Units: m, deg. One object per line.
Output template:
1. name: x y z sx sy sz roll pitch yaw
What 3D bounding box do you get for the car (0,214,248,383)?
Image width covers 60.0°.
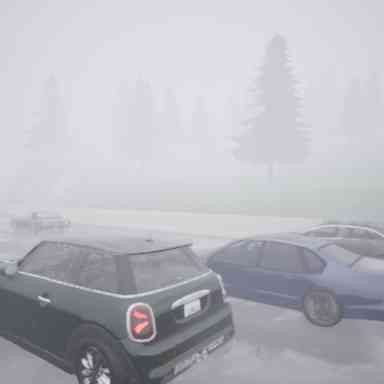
1. car: -1.687 1.418 5.287 4.553 1.767 2.097 0 -1 37

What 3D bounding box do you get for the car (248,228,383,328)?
1. car: 1.653 1.618 7.133 5.357 1.411 2.033 -1 -1 37

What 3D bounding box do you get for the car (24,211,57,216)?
1. car: -9.588 1.859 20.769 4.718 1.301 1.895 -1 -1 42

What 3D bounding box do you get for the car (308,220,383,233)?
1. car: 4.162 1.579 9.632 4.902 1.511 2.128 -1 -1 37
